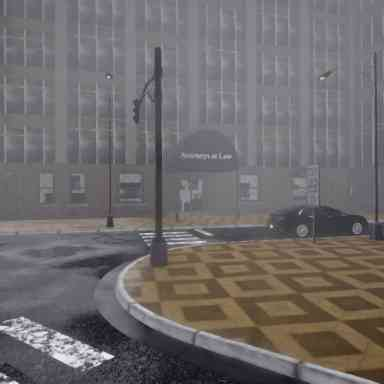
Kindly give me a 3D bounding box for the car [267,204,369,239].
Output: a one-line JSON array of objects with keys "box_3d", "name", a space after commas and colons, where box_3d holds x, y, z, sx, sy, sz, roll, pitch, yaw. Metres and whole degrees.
[{"box_3d": [6.022, 1.321, 15.944, 4.892, 1.490, 1.837, 0, 0, -14], "name": "car"}]
